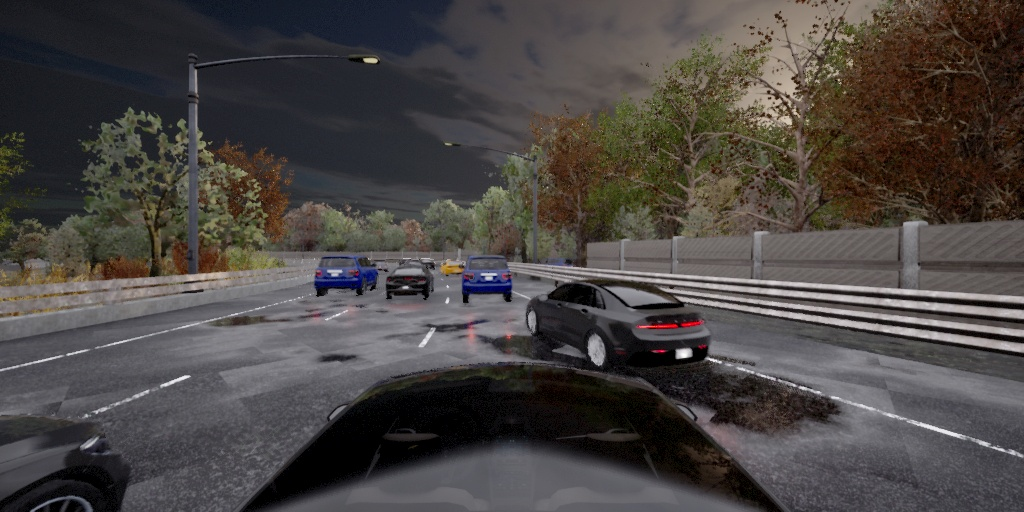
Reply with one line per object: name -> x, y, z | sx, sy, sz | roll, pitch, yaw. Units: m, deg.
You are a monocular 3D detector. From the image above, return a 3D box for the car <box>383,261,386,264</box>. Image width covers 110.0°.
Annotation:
car -> -15.912, 1.292, 42.853 | 2.033, 1.411, 5.357 | 0, 0, -23

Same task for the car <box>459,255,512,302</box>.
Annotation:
car -> -1.337, 0.973, 17.238 | 2.150, 2.045, 5.566 | 0, 0, -8

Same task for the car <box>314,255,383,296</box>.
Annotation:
car -> -8.773, 0.969, 19.382 | 2.150, 2.045, 5.566 | 0, 0, -10

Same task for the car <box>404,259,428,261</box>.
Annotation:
car -> -11.253, 1.292, 40.673 | 2.033, 1.411, 5.357 | 0, 0, -22

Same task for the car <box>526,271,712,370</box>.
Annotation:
car -> 1.855, 1.254, 7.822 | 1.837, 1.490, 4.892 | 0, 0, -19

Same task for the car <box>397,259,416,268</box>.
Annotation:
car -> -18.066, 1.306, 61.220 | 1.994, 1.385, 4.181 | 0, 0, -32

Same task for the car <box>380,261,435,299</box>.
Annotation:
car -> -5.016, 1.225, 18.054 | 1.882, 1.535, 5.008 | 0, 0, -9

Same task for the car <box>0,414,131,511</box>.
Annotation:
car -> -3.529, 1.272, 0.456 | 1.812, 1.442, 4.674 | 0, 0, 0

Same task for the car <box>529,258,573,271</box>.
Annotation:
car -> 4.443, 1.233, 41.169 | 2.150, 2.045, 5.566 | 3, -1, -43

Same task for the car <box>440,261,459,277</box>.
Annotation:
car -> -6.092, 1.223, 36.421 | 1.882, 1.535, 5.008 | 0, 0, -18
